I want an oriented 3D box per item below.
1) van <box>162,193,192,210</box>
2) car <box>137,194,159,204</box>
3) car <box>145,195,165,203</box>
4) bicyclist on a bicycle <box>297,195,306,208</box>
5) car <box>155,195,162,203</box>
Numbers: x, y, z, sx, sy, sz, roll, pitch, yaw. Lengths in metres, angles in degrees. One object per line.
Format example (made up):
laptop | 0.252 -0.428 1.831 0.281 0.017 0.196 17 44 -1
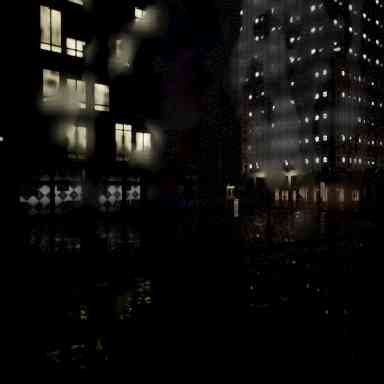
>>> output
van | -1.557 1.210 40.174 1.690 1.788 3.998 0 0 -34
car | -7.887 1.204 59.802 1.882 1.535 5.008 -1 1 -34
car | -7.063 1.238 63.215 1.887 1.381 4.507 0 0 -34
bicyclist on a bicycle | 12.833 1.117 39.125 1.656 1.620 0.582 -1 1 -34
car | -3.953 1.035 58.630 2.192 1.841 5.009 0 0 -34
